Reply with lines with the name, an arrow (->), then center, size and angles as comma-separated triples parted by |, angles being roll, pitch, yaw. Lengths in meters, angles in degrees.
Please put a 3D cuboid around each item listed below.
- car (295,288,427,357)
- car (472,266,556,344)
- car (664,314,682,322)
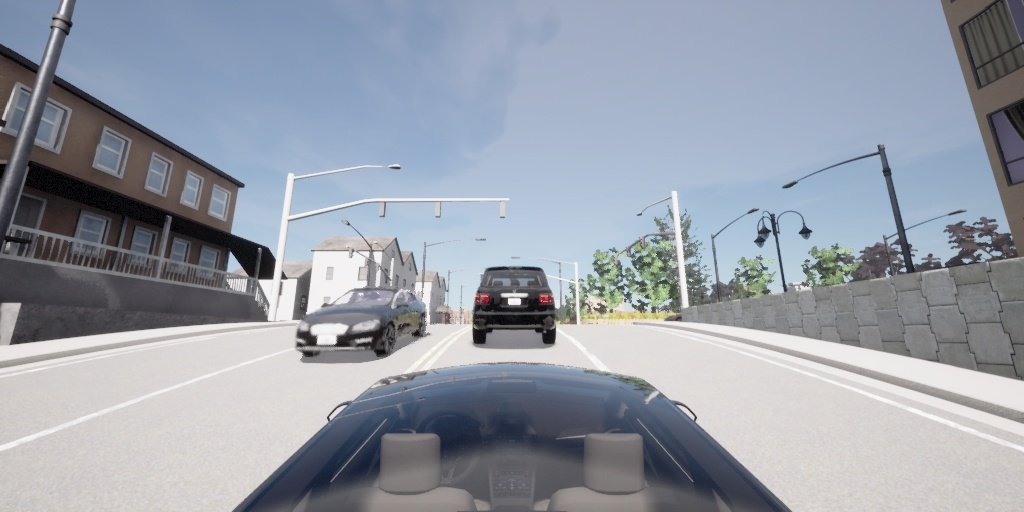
car -> -3.594, 1.579, 9.435 | 2.128, 1.511, 4.902 | 0, -5, 0
car -> 0.062, 1.499, 11.141 | 2.150, 2.045, 5.566 | 0, -7, 0
car -> 15.862, 5.444, 31.688 | 4.553, 1.767, 2.097 | 0, -12, 1
